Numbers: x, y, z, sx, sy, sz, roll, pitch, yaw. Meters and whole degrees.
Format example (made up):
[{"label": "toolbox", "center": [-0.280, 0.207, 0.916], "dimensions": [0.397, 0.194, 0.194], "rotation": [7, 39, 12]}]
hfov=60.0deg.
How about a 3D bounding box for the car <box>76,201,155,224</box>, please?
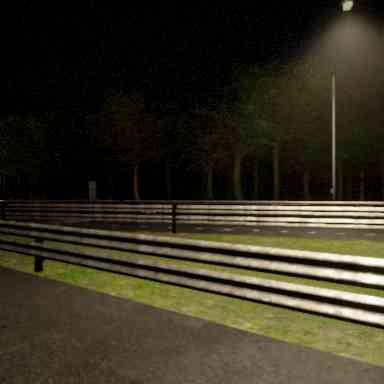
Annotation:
[{"label": "car", "center": [-4.998, 1.296, 21.628], "dimensions": [5.357, 1.411, 2.033], "rotation": [0, 0, 20]}]
